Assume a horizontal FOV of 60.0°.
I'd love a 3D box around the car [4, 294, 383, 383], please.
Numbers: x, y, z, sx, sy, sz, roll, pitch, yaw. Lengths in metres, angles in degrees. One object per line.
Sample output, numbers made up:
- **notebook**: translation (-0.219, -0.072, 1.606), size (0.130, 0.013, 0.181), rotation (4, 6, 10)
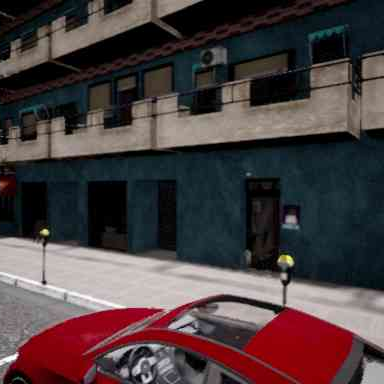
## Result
- **car**: translation (0.111, 1.588, 2.783), size (4.206, 1.307, 1.802), rotation (0, 1, 36)
